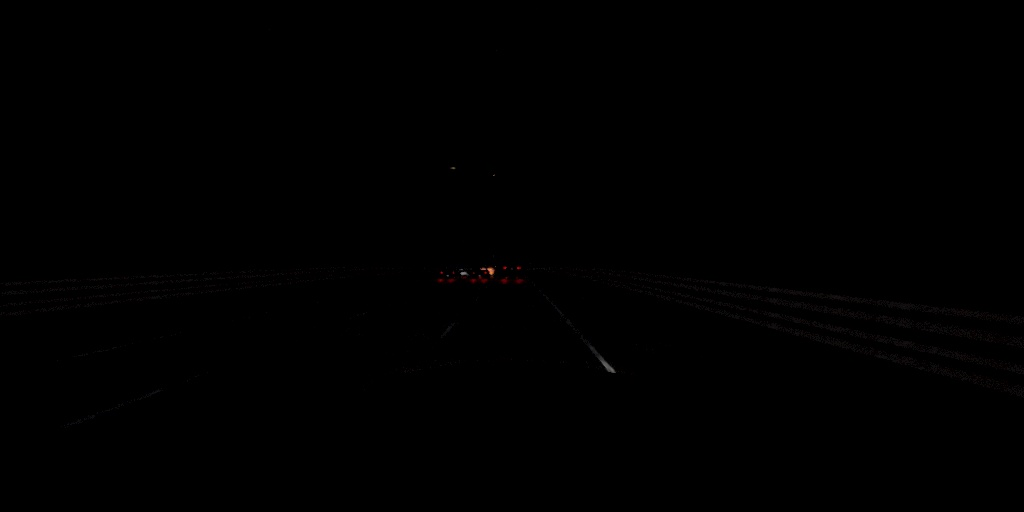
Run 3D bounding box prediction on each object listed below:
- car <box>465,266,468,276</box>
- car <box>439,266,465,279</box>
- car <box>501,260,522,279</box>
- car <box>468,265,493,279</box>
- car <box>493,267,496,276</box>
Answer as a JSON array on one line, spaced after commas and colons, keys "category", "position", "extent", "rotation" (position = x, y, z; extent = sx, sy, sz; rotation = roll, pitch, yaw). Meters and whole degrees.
[{"category": "car", "position": [-7.005, 2.176, 51.888], "extent": [2.128, 1.511, 4.902], "rotation": [0, -2, 0]}, {"category": "car", "position": [-7.009, 1.928, 41.317], "extent": [1.895, 1.301, 4.718], "rotation": [0, -2, 0]}, {"category": "car", "position": [-0.009, 1.535, 40.915], "extent": [2.150, 2.045, 5.566], "rotation": [0, -2, 0]}, {"category": "car", "position": [-3.509, 1.928, 41.316], "extent": [1.895, 1.301, 4.718], "rotation": [0, -2, 0]}, {"category": "car", "position": [-3.505, 2.032, 51.833], "extent": [2.097, 1.767, 4.553], "rotation": [0, -2, 0]}]
